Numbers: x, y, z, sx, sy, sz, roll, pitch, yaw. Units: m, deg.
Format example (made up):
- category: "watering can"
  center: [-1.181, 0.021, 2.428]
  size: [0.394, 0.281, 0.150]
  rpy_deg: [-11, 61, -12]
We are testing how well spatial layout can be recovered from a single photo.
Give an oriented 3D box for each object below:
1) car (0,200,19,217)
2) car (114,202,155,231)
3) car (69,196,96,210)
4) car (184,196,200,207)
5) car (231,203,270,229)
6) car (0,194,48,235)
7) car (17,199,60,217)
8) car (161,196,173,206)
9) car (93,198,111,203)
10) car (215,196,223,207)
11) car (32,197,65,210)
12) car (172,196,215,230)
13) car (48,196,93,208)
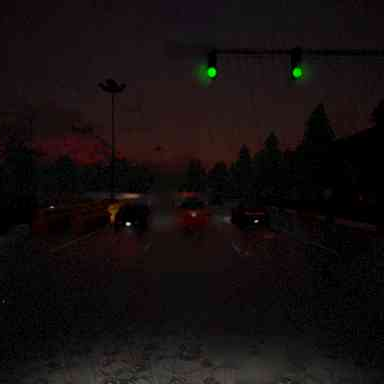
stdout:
- category: "car"
  center: [-17.581, 1.459, 29.180]
  size: [2.033, 1.411, 5.357]
  rpy_deg: [0, 0, 0]
- category: "car"
  center: [-3.404, 1.443, 20.177]
  size: [1.837, 1.490, 4.892]
  rpy_deg: [0, 0, 0]
- category: "car"
  center: [-14.053, 1.373, 42.993]
  size: [1.837, 1.490, 4.892]
  rpy_deg: [0, 0, 1]
- category: "car"
  center: [-0.005, 1.343, 49.141]
  size: [2.128, 1.511, 4.902]
  rpy_deg: [0, 0, 0]
- category: "car"
  center: [3.597, 1.428, 21.006]
  size: [2.128, 1.511, 4.902]
  rpy_deg: [0, 0, 0]
- category: "car"
  center: [-10.585, 1.164, 18.766]
  size: [2.150, 2.045, 5.566]
  rpy_deg: [0, 0, 0]
- category: "car"
  center: [-14.078, 1.432, 30.758]
  size: [1.812, 1.442, 4.674]
  rpy_deg: [0, 0, 0]
- category: "car"
  center: [-3.505, 1.375, 49.496]
  size: [1.812, 1.442, 4.674]
  rpy_deg: [0, 0, 0]
- category: "car"
  center: [-10.570, 1.420, 41.961]
  size: [2.033, 1.411, 5.357]
  rpy_deg: [0, 0, 0]
- category: "car"
  center: [3.496, 1.343, 49.227]
  size: [2.128, 1.511, 4.902]
  rpy_deg: [0, 0, 0]
- category: "car"
  center: [-17.574, 1.381, 40.995]
  size: [1.837, 1.490, 4.892]
  rpy_deg: [0, 0, 0]
- category: "car"
  center: [0.098, 1.289, 20.737]
  size: [2.097, 1.767, 4.553]
  rpy_deg: [0, 0, 0]
- category: "car"
  center: [-10.583, 1.264, 29.047]
  size: [2.097, 1.767, 4.553]
  rpy_deg: [0, 0, 0]
